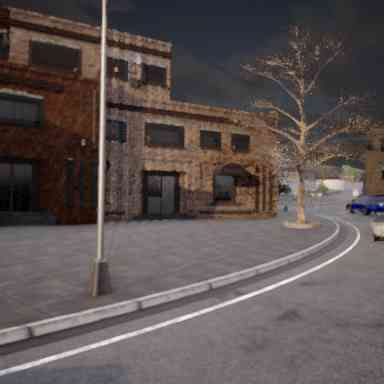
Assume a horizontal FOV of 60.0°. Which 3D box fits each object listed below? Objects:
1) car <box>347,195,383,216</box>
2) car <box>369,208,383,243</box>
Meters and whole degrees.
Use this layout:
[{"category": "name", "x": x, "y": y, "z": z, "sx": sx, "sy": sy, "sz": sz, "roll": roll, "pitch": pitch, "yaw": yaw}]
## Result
[{"category": "car", "x": 18.414, "y": 1.387, "z": 34.913, "sx": 2.150, "sy": 2.045, "sz": 5.566, "roll": 1, "pitch": 0, "yaw": 2}, {"category": "car", "x": 9.862, "y": 1.681, "z": 16.251, "sx": 1.895, "sy": 1.301, "sz": 4.718, "roll": 0, "pitch": 0, "yaw": 28}]
